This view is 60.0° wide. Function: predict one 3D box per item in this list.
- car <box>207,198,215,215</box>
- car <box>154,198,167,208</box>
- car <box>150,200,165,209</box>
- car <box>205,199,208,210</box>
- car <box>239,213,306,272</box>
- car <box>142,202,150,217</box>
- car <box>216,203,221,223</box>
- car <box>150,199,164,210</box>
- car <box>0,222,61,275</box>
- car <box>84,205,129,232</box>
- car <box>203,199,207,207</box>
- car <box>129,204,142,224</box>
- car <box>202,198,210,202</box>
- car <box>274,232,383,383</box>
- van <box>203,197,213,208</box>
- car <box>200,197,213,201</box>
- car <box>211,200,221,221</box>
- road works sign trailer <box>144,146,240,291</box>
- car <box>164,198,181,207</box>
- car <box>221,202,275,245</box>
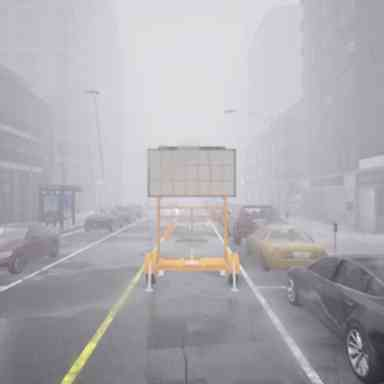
[{"bbox_3d":[2.851,1.724,32.890,1.967,1.590,4.097,0,0,0],"label":"car"},{"bbox_3d":[-5.682,1.963,60.500,1.967,1.590,4.097,0,0,0],"label":"car"},{"bbox_3d":[-5.681,2.042,54.974,1.947,1.339,4.313,0,0,0],"label":"car"},{"bbox_3d":[2.850,1.882,38.412,2.008,1.369,4.403,0,0,0],"label":"car"},{"bbox_3d":[2.856,1.621,10.965,1.752,1.417,4.829,0,0,0],"label":"car"},{"bbox_3d":[-5.675,1.852,32.874,1.947,1.339,4.313,0,0,0],"label":"car"},{"bbox_3d":[2.853,1.715,22.012,1.752,1.417,4.829,0,0,0],"label":"car"},{"bbox_3d":[-5.679,2.010,49.449,1.802,1.307,4.206,0,0,0],"label":"car"},{"bbox_3d":[-5.670,1.678,10.775,1.802,1.307,4.206,0,0,0],"label":"car"},{"bbox_3d":[-5.672,1.736,21.825,1.887,1.381,4.507,0,0,0],"label":"car"},{"bbox_3d":[2.848,1.929,43.936,2.008,1.369,4.403,0,0,0],"label":"car"},{"bbox_3d":[-5.674,1.804,27.349,1.947,1.339,4.313,0,0,0],"label":"car"},{"bbox_3d":[2.847,1.992,49.459,1.947,1.339,4.313,0,0,0],"label":"car"},{"bbox_3d":[2.858,1.612,5.272,1.947,1.339,4.313,0,0,0],"label":"car"},{"bbox_3d":[2.844,1.862,60.508,1.690,1.788,3.998,0,0,0],"label":"van"},{"bbox_3d":[2.846,1.788,54.985,2.192,1.841,5.009,0,0,0],"label":"car"},{"bbox_3d":[2.852,1.676,27.367,1.967,1.590,4.097,0,0,0],"label":"car"},{"bbox_3d":[-0.002,0.545,9.184,2.380,3.560,2.880,0,0,0],"label":"road works sign trailer"},{"bbox_3d":[-3.086,2.069,54.243,1.895,1.301,4.718,0,-1,0],"label":"car"},{"bbox_3d":[2.855,1.456,16.321,2.192,1.841,5.009,0,0,0],"label":"car"}]
